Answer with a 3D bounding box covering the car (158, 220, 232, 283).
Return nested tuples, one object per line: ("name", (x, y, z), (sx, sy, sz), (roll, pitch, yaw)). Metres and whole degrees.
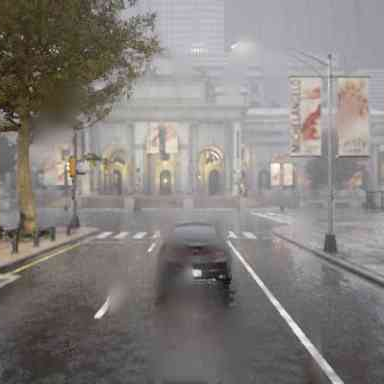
("car", (0.084, 1.613, 9.940), (1.837, 1.490, 4.892), (0, -1, 1))
